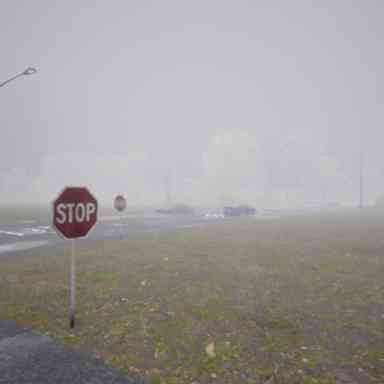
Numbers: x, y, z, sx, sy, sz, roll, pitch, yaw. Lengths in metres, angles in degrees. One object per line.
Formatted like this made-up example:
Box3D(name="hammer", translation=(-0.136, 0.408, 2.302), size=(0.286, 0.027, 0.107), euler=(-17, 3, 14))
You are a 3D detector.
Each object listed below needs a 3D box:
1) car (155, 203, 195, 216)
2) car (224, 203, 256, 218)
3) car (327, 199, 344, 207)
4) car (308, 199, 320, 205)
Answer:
Box3D(name="car", translation=(-1.852, 1.917, 38.154), size=(2.033, 1.411, 5.357), euler=(1, 0, 36))
Box3D(name="car", translation=(5.283, 1.930, 36.055), size=(1.882, 1.535, 5.008), euler=(1, 0, 36))
Box3D(name="car", translation=(30.104, 2.542, 70.342), size=(1.895, 1.301, 4.718), euler=(1, 0, 36))
Box3D(name="car", translation=(30.389, 2.533, 82.669), size=(1.994, 1.385, 4.181), euler=(1, 0, 36))
